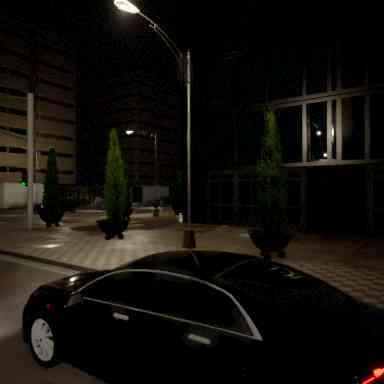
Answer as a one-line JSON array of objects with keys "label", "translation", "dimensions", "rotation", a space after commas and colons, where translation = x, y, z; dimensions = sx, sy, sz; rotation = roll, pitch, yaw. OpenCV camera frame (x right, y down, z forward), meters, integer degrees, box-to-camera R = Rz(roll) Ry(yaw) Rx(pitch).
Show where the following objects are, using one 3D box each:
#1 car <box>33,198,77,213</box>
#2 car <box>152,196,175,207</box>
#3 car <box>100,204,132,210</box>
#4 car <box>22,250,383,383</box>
[{"label": "car", "translation": [-15.019, 1.442, 36.523], "dimensions": [2.097, 1.767, 4.553], "rotation": [0, 0, 35]}, {"label": "car", "translation": [-4.132, 1.442, 51.951], "dimensions": [2.097, 1.767, 4.553], "rotation": [0, 0, 35]}, {"label": "car", "translation": [-9.898, 1.616, 43.774], "dimensions": [1.812, 1.442, 4.674], "rotation": [0, 0, 35]}, {"label": "car", "translation": [-0.198, 1.507, 4.131], "dimensions": [4.892, 1.490, 1.837], "rotation": [0, 0, 36]}]
